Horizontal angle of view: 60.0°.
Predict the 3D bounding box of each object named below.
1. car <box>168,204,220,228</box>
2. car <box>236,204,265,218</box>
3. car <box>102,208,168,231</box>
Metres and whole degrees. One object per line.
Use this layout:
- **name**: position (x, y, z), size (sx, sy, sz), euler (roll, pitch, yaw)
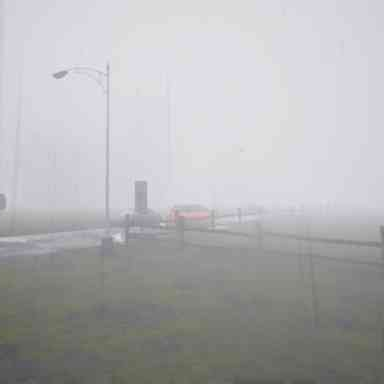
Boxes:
- **car**: position (0.191, 1.683, 24.079), size (2.097, 1.767, 4.553), euler (-1, -1, 36)
- **car**: position (6.807, 2.097, 38.371), size (2.128, 1.511, 4.902), euler (-1, -1, 36)
- **car**: position (-4.038, 1.835, 23.222), size (1.812, 1.442, 4.674), euler (-1, -1, 36)
